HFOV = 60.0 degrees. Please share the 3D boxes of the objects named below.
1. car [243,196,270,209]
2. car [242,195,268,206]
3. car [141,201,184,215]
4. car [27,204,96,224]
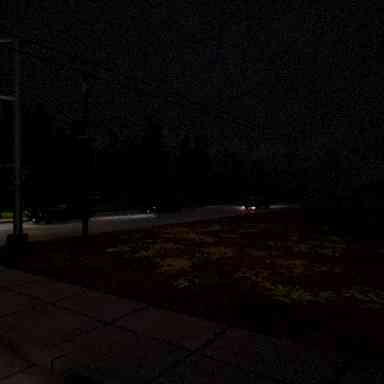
[{"bbox_3d":[8.357,1.361,42.818,2.128,1.511,4.902,0,0,37],"label":"car"},{"bbox_3d":[9.699,1.322,50.687,1.882,1.535,5.008,0,0,37],"label":"car"},{"bbox_3d":[-2.916,1.551,33.809,1.895,1.301,4.718,0,0,37],"label":"car"},{"bbox_3d":[-9.622,1.609,24.755,1.895,1.301,4.718,0,0,37],"label":"car"}]
